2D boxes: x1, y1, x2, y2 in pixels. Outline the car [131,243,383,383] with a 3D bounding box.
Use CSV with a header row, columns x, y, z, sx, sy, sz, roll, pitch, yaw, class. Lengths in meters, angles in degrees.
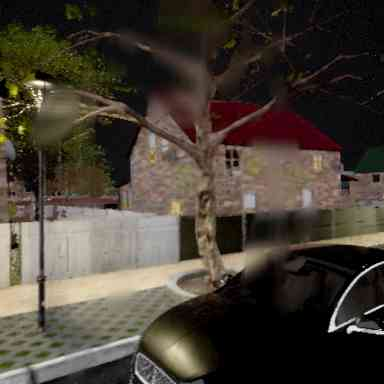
x,y,z,sx,sy,sz,roll,pitch,yaw,class
1.631,1.503,4.231,4.892,1.490,1.837,0,0,-35,car
